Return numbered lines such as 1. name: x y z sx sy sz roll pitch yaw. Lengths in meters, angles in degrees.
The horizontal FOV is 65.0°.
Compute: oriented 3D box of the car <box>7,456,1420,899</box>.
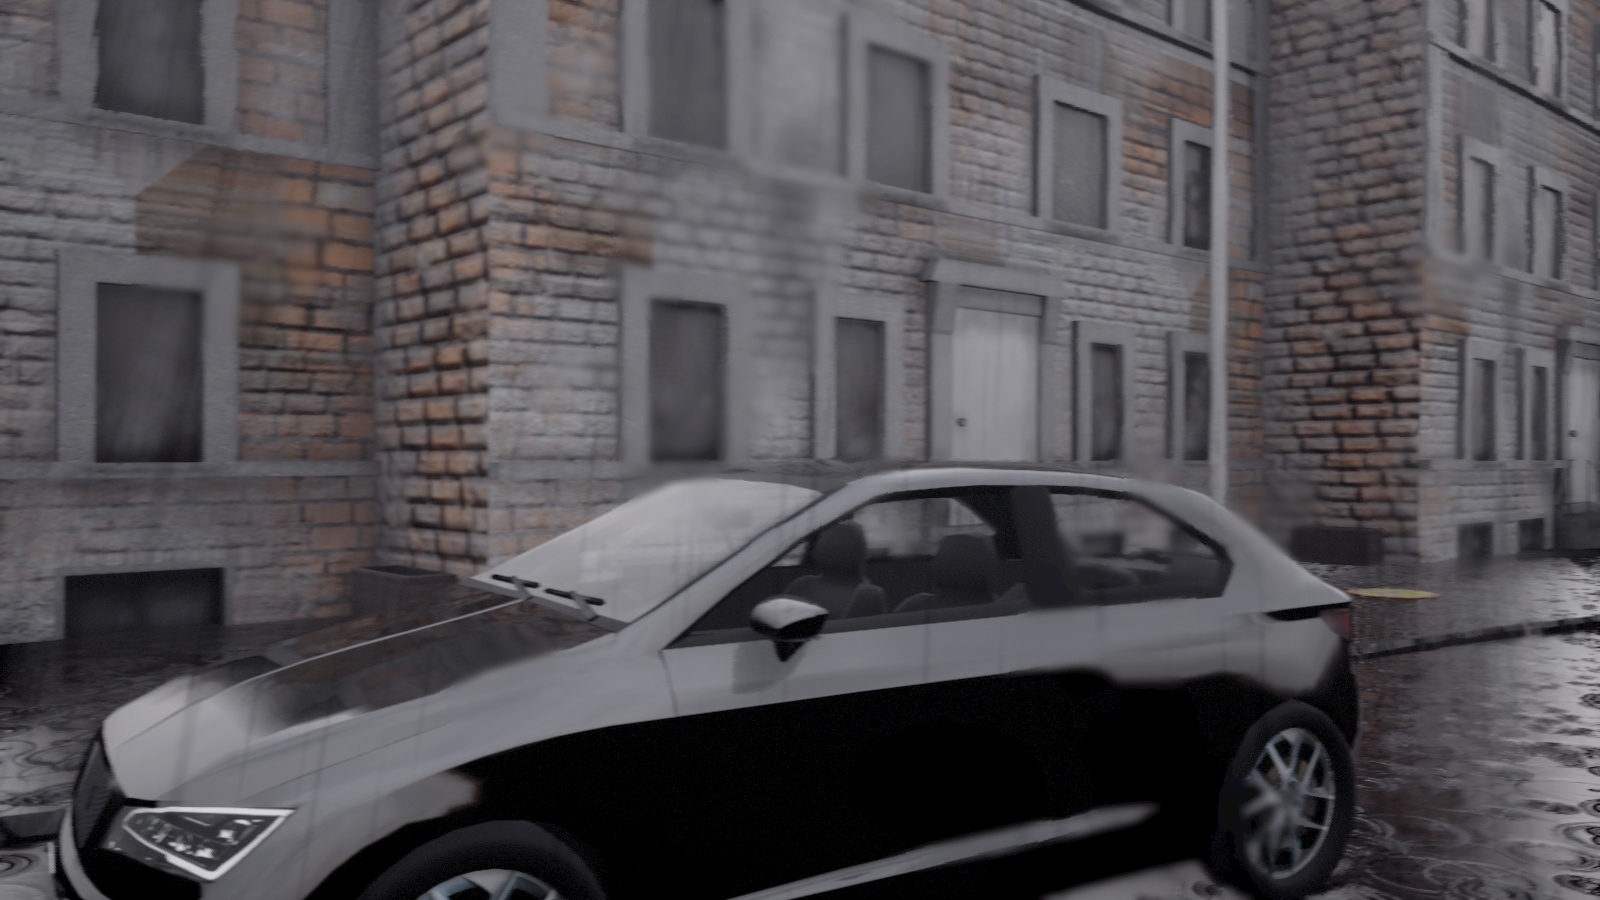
1. car: -0.085 0.766 4.076 4.193 1.474 1.816 0 0 -32
